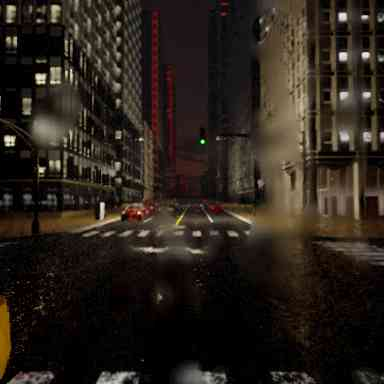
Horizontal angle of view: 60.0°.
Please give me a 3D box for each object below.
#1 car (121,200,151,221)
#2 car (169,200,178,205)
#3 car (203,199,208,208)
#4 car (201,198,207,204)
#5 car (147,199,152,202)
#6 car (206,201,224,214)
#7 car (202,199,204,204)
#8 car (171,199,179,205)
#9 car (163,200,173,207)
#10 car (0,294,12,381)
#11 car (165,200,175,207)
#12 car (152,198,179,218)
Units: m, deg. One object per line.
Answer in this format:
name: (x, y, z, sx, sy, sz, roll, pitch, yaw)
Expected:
car: (-5.380, 1.866, 31.304, 1.967, 1.590, 4.097, 1, -1, 1)
car: (-4.882, 2.699, 87.047, 2.008, 1.369, 4.403, 1, -1, 1)
car: (3.201, 2.213, 53.763, 1.752, 1.417, 4.829, 1, -1, 1)
car: (3.548, 2.736, 92.628, 1.887, 1.381, 4.507, 1, -1, 1)
car: (-5.278, 1.885, 42.454, 2.192, 1.841, 5.009, 1, -1, 1)
car: (3.098, 2.123, 42.438, 1.802, 1.307, 4.206, 1, -1, 1)
car: (3.248, 2.323, 59.169, 1.947, 1.339, 4.313, 1, -1, 1)
car: (-4.833, 2.786, 92.621, 1.947, 1.339, 4.313, 1, -1, 1)
car: (-5.032, 2.475, 70.323, 1.887, 1.381, 4.507, 1, -1, 1)
car: (-2.971, 1.514, 1.673, 1.882, 1.535, 5.008, 0, -1, 1)
car: (-4.982, 2.554, 75.898, 2.008, 1.369, 4.403, 1, -1, 1)
car: (-2.665, 1.742, 35.951, 2.150, 2.045, 5.566, 0, 1, 1)
